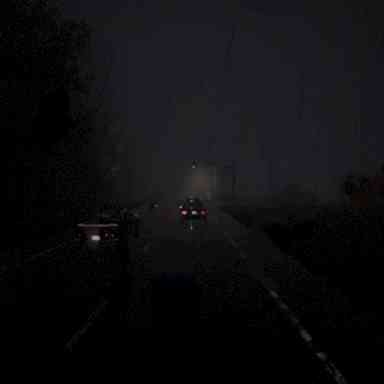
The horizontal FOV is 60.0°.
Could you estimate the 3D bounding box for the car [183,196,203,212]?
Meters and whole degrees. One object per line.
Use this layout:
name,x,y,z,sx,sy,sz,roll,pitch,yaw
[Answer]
car,0.100,1.256,36.471,2.033,1.411,5.357,0,0,0

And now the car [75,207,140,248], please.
car,-3.399,1.380,14.151,2.128,1.511,4.902,0,0,0

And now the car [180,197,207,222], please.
car,0.101,1.357,24.023,2.033,1.411,5.357,0,0,0

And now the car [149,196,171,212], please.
car,-3.398,1.224,35.053,1.837,1.490,4.892,0,0,0
